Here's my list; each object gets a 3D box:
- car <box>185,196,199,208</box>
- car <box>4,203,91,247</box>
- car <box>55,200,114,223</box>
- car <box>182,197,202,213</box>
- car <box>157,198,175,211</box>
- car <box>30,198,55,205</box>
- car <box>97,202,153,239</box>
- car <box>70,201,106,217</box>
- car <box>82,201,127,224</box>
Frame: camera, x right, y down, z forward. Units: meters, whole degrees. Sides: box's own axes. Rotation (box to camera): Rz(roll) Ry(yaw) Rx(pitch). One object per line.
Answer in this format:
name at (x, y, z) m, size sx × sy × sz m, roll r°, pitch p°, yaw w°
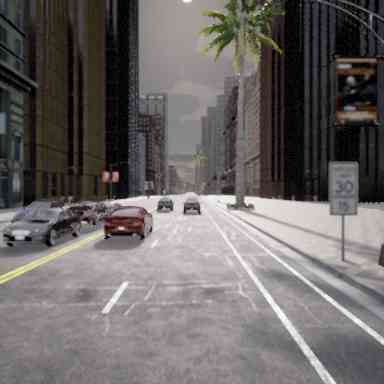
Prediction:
car at (0.017, 1.447, 48.085) m, size 1.882 × 1.535 × 5.008 m, roll 0°, pitch 0°, yaw 1°
car at (-6.563, 1.481, 15.173) m, size 2.128 × 1.511 × 4.902 m, roll 0°, pitch 0°, yaw 1°
car at (-6.503, 1.193, 20.576) m, size 1.994 × 1.385 × 4.181 m, roll 0°, pitch 0°, yaw 0°
car at (-0.005, 1.482, 35.783) m, size 1.837 × 1.490 × 4.892 m, roll 0°, pitch 0°, yaw 0°
car at (-3.194, 1.480, 41.015) m, size 1.837 × 1.490 × 4.892 m, roll 0°, pitch 1°, yaw 0°
car at (-9.753, 1.337, 21.833) m, size 2.097 × 1.767 × 4.553 m, roll 0°, pitch 0°, yaw 0°
car at (-3.152, 1.466, 17.282) m, size 1.882 × 1.535 × 5.008 m, roll 0°, pitch 0°, yaw 0°
car at (-9.799, 1.580, 31.767) m, size 1.895 × 1.301 × 4.718 m, roll 0°, pitch 0°, yaw 1°
car at (-6.504, 1.475, 25.295) m, size 2.128 × 1.511 × 4.902 m, roll 0°, pitch 0°, yaw 0°
